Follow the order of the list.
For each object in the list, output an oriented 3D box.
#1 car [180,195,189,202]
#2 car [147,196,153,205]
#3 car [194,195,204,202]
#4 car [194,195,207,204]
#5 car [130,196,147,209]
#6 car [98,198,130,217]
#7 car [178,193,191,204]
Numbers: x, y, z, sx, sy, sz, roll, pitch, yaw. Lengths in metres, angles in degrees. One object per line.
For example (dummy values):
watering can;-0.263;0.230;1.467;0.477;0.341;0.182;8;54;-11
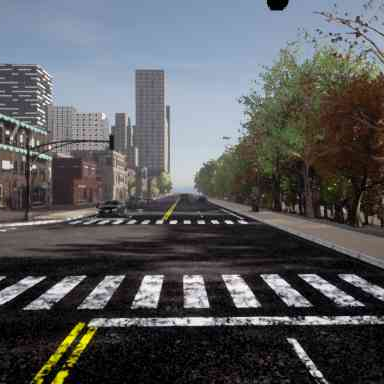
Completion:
car;-1.751;1.447;74.245;1.882;1.535;5.008;0;0;-1
car;-7.975;1.470;59.003;2.128;1.511;4.902;0;0;-1
car;1.508;1.471;72.992;1.837;1.490;4.892;0;0;-1
car;1.851;1.454;62.887;1.882;1.535;5.008;0;0;-1
car;-7.664;1.336;44.799;2.097;1.767;4.553;0;0;-1
car;-7.351;1.495;31.012;1.837;1.490;4.892;0;0;-1
car;-1.407;1.199;63.285;2.150;2.045;5.566;0;0;-1
